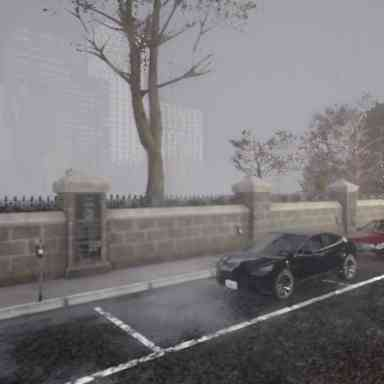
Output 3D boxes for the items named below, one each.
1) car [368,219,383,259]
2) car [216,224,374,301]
[{"bbox_3d":[7.069,1.647,11.979,4.206,1.307,1.802,0,-1,-37],"label":"car"},{"bbox_3d":[2.589,1.638,8.568,4.313,1.339,1.947,0,-1,-37],"label":"car"}]
